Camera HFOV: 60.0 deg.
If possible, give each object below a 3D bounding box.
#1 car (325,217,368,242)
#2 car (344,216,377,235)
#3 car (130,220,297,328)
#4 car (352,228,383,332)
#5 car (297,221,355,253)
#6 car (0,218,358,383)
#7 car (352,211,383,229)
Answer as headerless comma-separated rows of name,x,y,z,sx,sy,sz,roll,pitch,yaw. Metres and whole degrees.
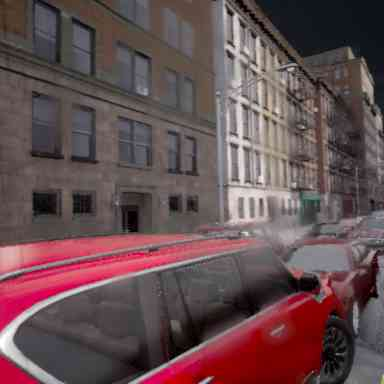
car,10.740,2.503,22.966,1.887,1.381,4.507,-4,-4,35
car,14.011,2.699,27.604,1.802,1.307,4.206,-4,-4,35
car,0.926,1.795,9.058,2.192,1.841,5.009,-4,-4,35
car,2.967,1.827,7.536,1.882,1.535,5.008,-4,-3,35
car,7.471,2.365,18.325,1.947,1.339,4.313,-4,-4,35
car,-0.162,1.418,3.325,2.150,2.045,5.566,-4,-3,36
car,8.885,1.984,15.945,2.097,1.767,4.553,-4,-4,35
